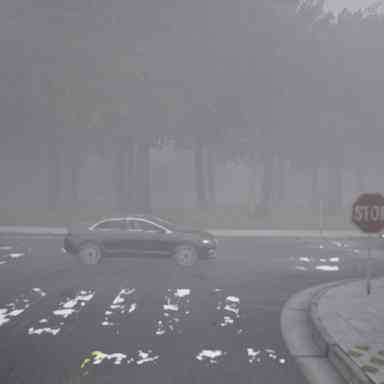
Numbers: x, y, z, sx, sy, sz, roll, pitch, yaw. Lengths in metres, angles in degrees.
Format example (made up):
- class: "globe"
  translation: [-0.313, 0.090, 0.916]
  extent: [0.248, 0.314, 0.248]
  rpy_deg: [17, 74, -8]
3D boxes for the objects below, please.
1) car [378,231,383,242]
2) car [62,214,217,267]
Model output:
- class: "car"
  translation: [10.335, 1.569, 13.730]
  extent: [4.892, 1.490, 1.837]
  rpy_deg: [0, 1, 0]
- class: "car"
  translation: [-1.650, 1.484, 10.846]
  extent: [4.902, 1.511, 2.128]
  rpy_deg: [0, 0, 0]
